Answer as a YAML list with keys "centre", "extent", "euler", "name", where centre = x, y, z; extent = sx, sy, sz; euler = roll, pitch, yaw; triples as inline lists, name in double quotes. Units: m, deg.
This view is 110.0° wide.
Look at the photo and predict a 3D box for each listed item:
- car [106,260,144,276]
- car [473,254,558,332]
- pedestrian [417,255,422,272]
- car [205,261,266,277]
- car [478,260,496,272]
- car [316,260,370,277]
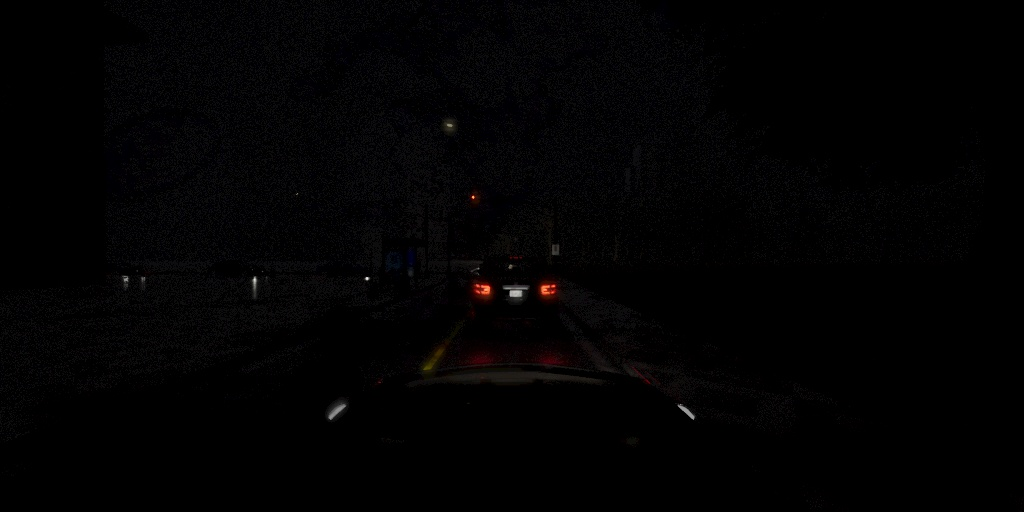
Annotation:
- centre: [-37.151, 1.142, 33.303]
  extent: [4.892, 1.490, 1.837]
  euler: [0, 0, 2]
  name: "car"
- centre: [0.099, 0.968, 11.039]
  extent: [2.150, 2.045, 5.566]
  euler: [0, 0, 0]
  name: "car"
- centre: [-10.071, 0.800, 38.828]
  extent: [0.375, 1.860, 0.375]
  euler: [0, 0, 1]
  name: "pedestrian"
- centre: [-25.343, 1.175, 32.986]
  extent: [4.892, 1.490, 1.837]
  euler: [0, 1, 1]
  name: "car"
- centre: [-3.070, 1.254, 45.371]
  extent: [2.033, 1.411, 5.357]
  euler: [0, 0, -1]
  name: "car"
- centre: [-15.157, 1.176, 32.728]
  extent: [5.008, 1.535, 1.882]
  euler: [0, 0, 0]
  name: "car"
